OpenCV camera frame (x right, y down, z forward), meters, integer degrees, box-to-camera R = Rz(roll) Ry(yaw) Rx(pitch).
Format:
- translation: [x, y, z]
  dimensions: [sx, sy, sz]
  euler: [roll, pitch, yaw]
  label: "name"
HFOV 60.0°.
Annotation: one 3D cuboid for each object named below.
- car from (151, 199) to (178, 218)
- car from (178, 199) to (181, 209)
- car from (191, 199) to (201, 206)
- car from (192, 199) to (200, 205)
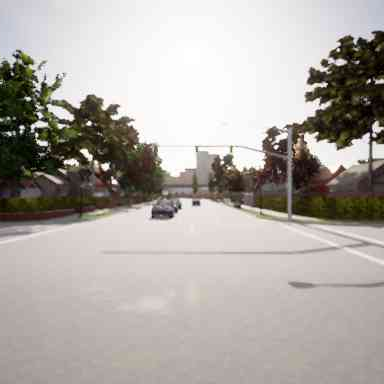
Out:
- translation: [-2.906, 1.683, 33.831]
  dimensions: [2.097, 1.767, 4.553]
  euler: [0, -1, 0]
  label: "car"
- translation: [-2.830, 1.993, 43.799]
  dimensions: [1.994, 1.385, 4.181]
  euler: [0, -1, 1]
  label: "car"
- translation: [0.883, 2.177, 70.891]
  dimensions: [1.882, 1.535, 5.008]
  euler: [0, -1, 0]
  label: "car"
- translation: [0.936, 2.343, 81.019]
  dimensions: [1.994, 1.385, 4.181]
  euler: [0, 0, 0]
  label: "car"
